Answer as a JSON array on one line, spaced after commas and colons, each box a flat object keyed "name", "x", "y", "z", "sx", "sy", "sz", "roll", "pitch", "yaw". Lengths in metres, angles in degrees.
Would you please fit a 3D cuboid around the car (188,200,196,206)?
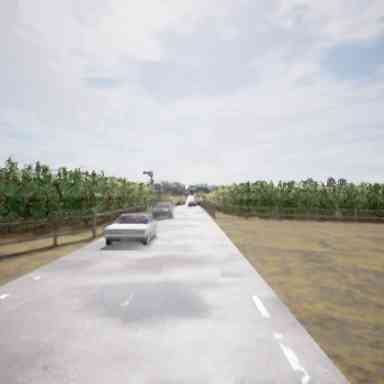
[{"name": "car", "x": -0.032, "y": 2.863, "z": 84.371, "sx": 1.837, "sy": 1.490, "sz": 4.892, "roll": 0, "pitch": -2, "yaw": 0}]

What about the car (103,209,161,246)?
[{"name": "car", "x": -2.798, "y": 1.723, "z": 16.056, "sx": 1.895, "sy": 1.301, "sz": 4.718, "roll": 0, "pitch": -1, "yaw": 1}]

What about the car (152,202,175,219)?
[{"name": "car", "x": -2.766, "y": 1.821, "z": 32.997, "sx": 1.837, "sy": 1.490, "sz": 4.892, "roll": 0, "pitch": -1, "yaw": 0}]

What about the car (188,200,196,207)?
[{"name": "car", "x": -0.029, "y": 2.753, "z": 74.394, "sx": 1.895, "sy": 1.301, "sz": 4.718, "roll": 0, "pitch": -2, "yaw": 0}]
